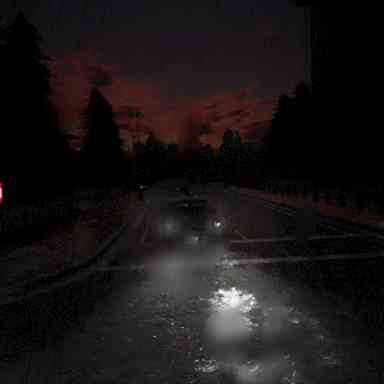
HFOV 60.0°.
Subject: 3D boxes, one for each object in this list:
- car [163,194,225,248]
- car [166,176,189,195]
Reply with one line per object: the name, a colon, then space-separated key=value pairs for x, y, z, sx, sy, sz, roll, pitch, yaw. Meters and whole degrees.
car: x=-0.056 y=0.972 z=11.816 sx=1.895 sy=1.301 sz=4.718 roll=-3 pitch=3 yaw=-3
car: x=-1.581 y=-0.742 z=36.411 sx=2.150 sy=2.045 sz=5.566 roll=-3 pitch=4 yaw=-3
